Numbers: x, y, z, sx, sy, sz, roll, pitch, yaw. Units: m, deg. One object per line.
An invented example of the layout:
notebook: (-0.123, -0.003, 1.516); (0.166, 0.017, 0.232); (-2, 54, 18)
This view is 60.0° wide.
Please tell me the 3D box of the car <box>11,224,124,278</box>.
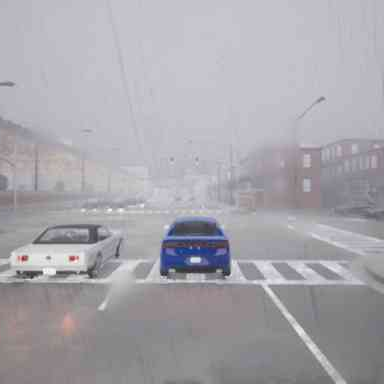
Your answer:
car: (-3.406, 1.621, 10.192); (1.895, 1.301, 4.718); (0, 0, 0)

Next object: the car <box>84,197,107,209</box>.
car: (-14.085, 1.617, 47.916); (1.812, 1.442, 4.674); (0, 0, 0)

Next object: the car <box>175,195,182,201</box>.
car: (-3.501, 1.669, 86.212); (1.837, 1.490, 4.892); (0, 0, 0)

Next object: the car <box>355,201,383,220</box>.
car: (16.460, 1.623, 27.872); (4.181, 1.385, 1.994); (0, 0, 0)

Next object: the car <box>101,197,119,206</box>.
car: (-14.030, 1.615, 57.112); (1.837, 1.490, 4.892); (0, 0, 1)

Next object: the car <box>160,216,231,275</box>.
car: (0.094, 1.499, 10.553); (1.882, 1.535, 5.008); (0, 0, 0)

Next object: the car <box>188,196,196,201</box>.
car: (-0.001, 1.710, 86.262); (2.033, 1.411, 5.357); (0, 0, 0)

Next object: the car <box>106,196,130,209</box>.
car: (-10.585, 1.618, 48.118); (1.812, 1.442, 4.674); (0, 0, -1)

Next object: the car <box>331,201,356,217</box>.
car: (15.712, 1.557, 31.375); (4.902, 1.511, 2.128); (0, 0, 0)

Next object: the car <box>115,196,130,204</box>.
car: (-14.001, 1.632, 67.183); (1.837, 1.490, 4.892); (0, 0, 0)

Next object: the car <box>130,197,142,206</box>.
car: (-10.520, 1.676, 57.818); (1.994, 1.385, 4.181); (0, 0, 1)

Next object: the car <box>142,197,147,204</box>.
car: (-10.501, 1.730, 68.002); (1.895, 1.301, 4.718); (0, 0, 0)
